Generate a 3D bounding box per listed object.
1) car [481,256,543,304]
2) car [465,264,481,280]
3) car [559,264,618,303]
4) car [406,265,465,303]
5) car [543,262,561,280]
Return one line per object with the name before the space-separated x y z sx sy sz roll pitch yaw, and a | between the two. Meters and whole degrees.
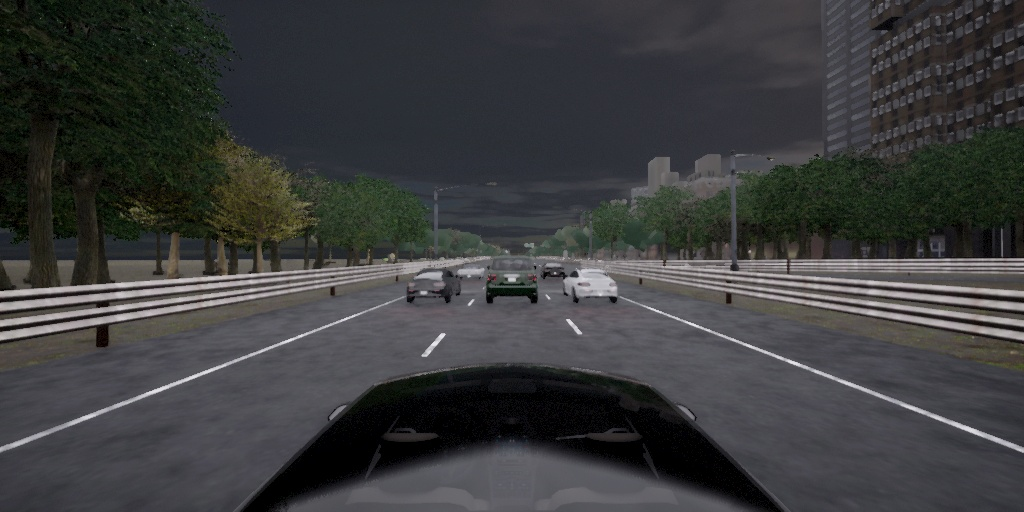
car | 0.000 1.008 16.530 2.150 2.045 5.566 0 0 0
car | -3.500 1.362 31.530 1.895 1.301 4.718 0 0 0
car | 3.500 1.283 16.500 1.812 1.442 4.674 0 0 0
car | -3.500 1.283 16.500 1.812 1.442 4.674 0 0 0
car | 3.500 1.231 31.499 1.882 1.535 5.008 0 0 0
